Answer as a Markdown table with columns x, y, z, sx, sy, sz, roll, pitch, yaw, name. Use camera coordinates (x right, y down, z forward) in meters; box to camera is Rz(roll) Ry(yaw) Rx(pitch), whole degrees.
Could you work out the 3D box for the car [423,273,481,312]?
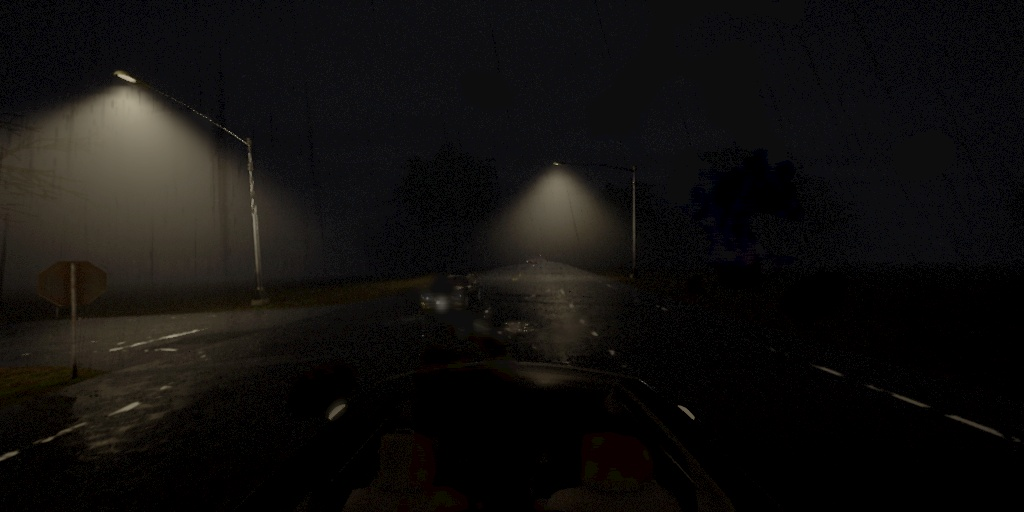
| x | y | z | sx | sy | sz | roll | pitch | yaw | name |
| --- | --- | --- | --- | --- | --- | --- | --- | --- | --- |
| -2.611 | 1.575 | 16.381 | 1.837 | 1.490 | 4.892 | -2 | 1 | 4 | car |
